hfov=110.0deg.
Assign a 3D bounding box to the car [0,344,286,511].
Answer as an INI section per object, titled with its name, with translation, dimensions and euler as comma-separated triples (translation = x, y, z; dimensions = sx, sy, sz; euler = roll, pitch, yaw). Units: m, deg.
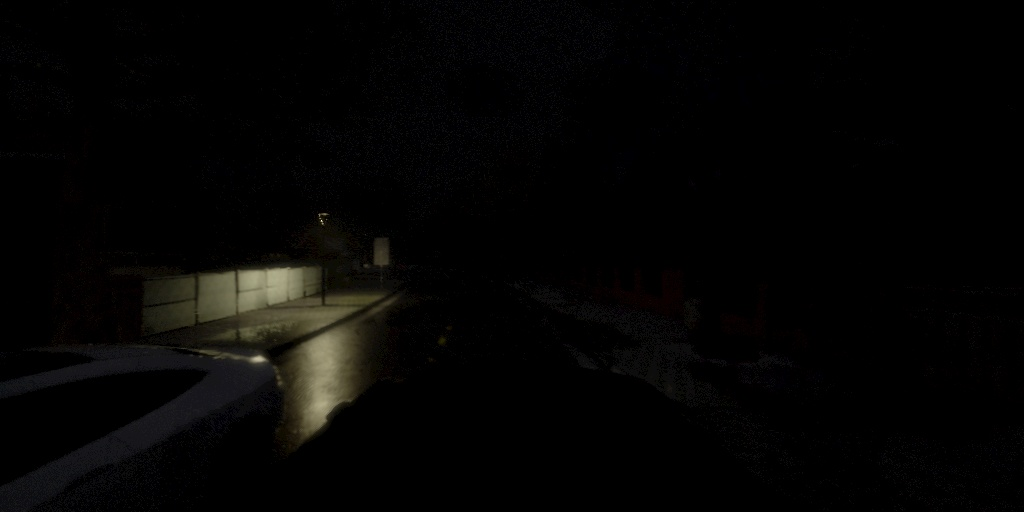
[car]
translation = -2.968, 1.286, 1.504
dimensions = 1.812, 1.442, 4.674
euler = 0, 0, -1
